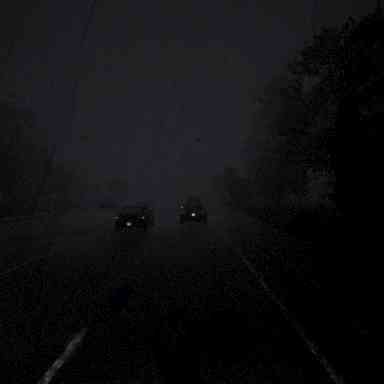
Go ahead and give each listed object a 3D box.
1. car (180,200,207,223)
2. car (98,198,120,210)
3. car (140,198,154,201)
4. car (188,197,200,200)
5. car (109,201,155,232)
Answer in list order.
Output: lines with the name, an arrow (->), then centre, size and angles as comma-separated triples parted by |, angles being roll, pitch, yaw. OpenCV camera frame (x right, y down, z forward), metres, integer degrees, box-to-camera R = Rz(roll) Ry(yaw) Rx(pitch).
car -> 0.098, 1.566, 25.315 | 1.994, 1.385, 4.181 | 0, 0, 0
car -> -10.437, 1.482, 42.190 | 1.882, 1.535, 5.008 | 0, 0, 1
car -> -6.730, 1.553, 49.068 | 2.033, 1.411, 5.357 | 0, 0, 3
car -> 0.250, 1.357, 42.117 | 2.097, 1.767, 4.553 | 0, 0, 1
car -> -3.401, 1.528, 20.233 | 1.812, 1.442, 4.674 | 0, 0, 0
